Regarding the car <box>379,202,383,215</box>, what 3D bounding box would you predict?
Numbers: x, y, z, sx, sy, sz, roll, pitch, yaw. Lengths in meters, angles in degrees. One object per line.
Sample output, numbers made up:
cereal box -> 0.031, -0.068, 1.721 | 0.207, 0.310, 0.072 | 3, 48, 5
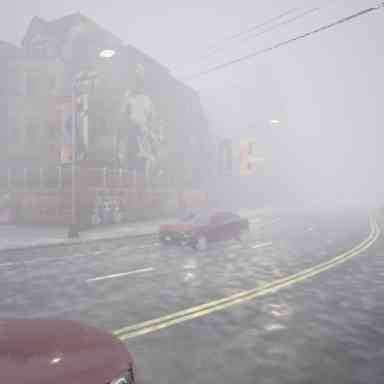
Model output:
car -> 20.551, 1.560, 34.238 | 1.837, 1.490, 4.892 | 0, 0, 28

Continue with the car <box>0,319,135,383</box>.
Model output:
car -> -2.631, 1.534, 2.071 | 4.674, 1.442, 1.812 | 0, 0, -35

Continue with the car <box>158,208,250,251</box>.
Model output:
car -> 0.674, 1.510, 14.624 | 1.882, 1.535, 5.008 | 0, 0, 40
